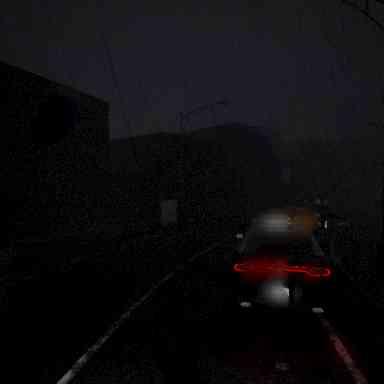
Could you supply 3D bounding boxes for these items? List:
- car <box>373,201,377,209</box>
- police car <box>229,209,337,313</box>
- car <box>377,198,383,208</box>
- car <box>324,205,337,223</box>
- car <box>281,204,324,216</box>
[{"bbox_3d":[27.498,1.616,47.321,4.902,1.511,2.128,0,1,-43],"label":"car"},{"bbox_3d":[2.048,1.428,7.952,1.930,1.638,5.238,0,0,13],"label":"police car"},{"bbox_3d":[24.564,1.633,39.817,4.902,1.511,2.128,0,1,-42],"label":"car"},{"bbox_3d":[8.033,1.537,21.451,1.837,1.490,4.892,1,0,34],"label":"car"},{"bbox_3d":[5.189,1.493,16.621,1.882,1.535,5.008,1,0,26],"label":"car"}]
